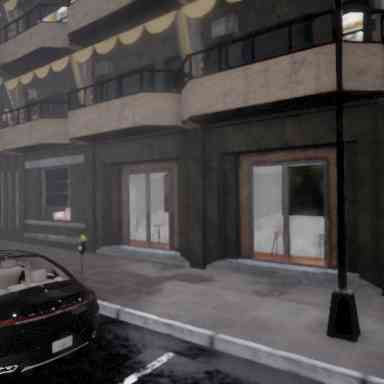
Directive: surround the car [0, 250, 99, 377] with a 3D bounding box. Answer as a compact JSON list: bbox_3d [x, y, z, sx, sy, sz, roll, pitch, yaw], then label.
[{"bbox_3d":[-3.327,1.604,5.253,4.403,1.369,2.008,-1,-1,36],"label":"car"}]
